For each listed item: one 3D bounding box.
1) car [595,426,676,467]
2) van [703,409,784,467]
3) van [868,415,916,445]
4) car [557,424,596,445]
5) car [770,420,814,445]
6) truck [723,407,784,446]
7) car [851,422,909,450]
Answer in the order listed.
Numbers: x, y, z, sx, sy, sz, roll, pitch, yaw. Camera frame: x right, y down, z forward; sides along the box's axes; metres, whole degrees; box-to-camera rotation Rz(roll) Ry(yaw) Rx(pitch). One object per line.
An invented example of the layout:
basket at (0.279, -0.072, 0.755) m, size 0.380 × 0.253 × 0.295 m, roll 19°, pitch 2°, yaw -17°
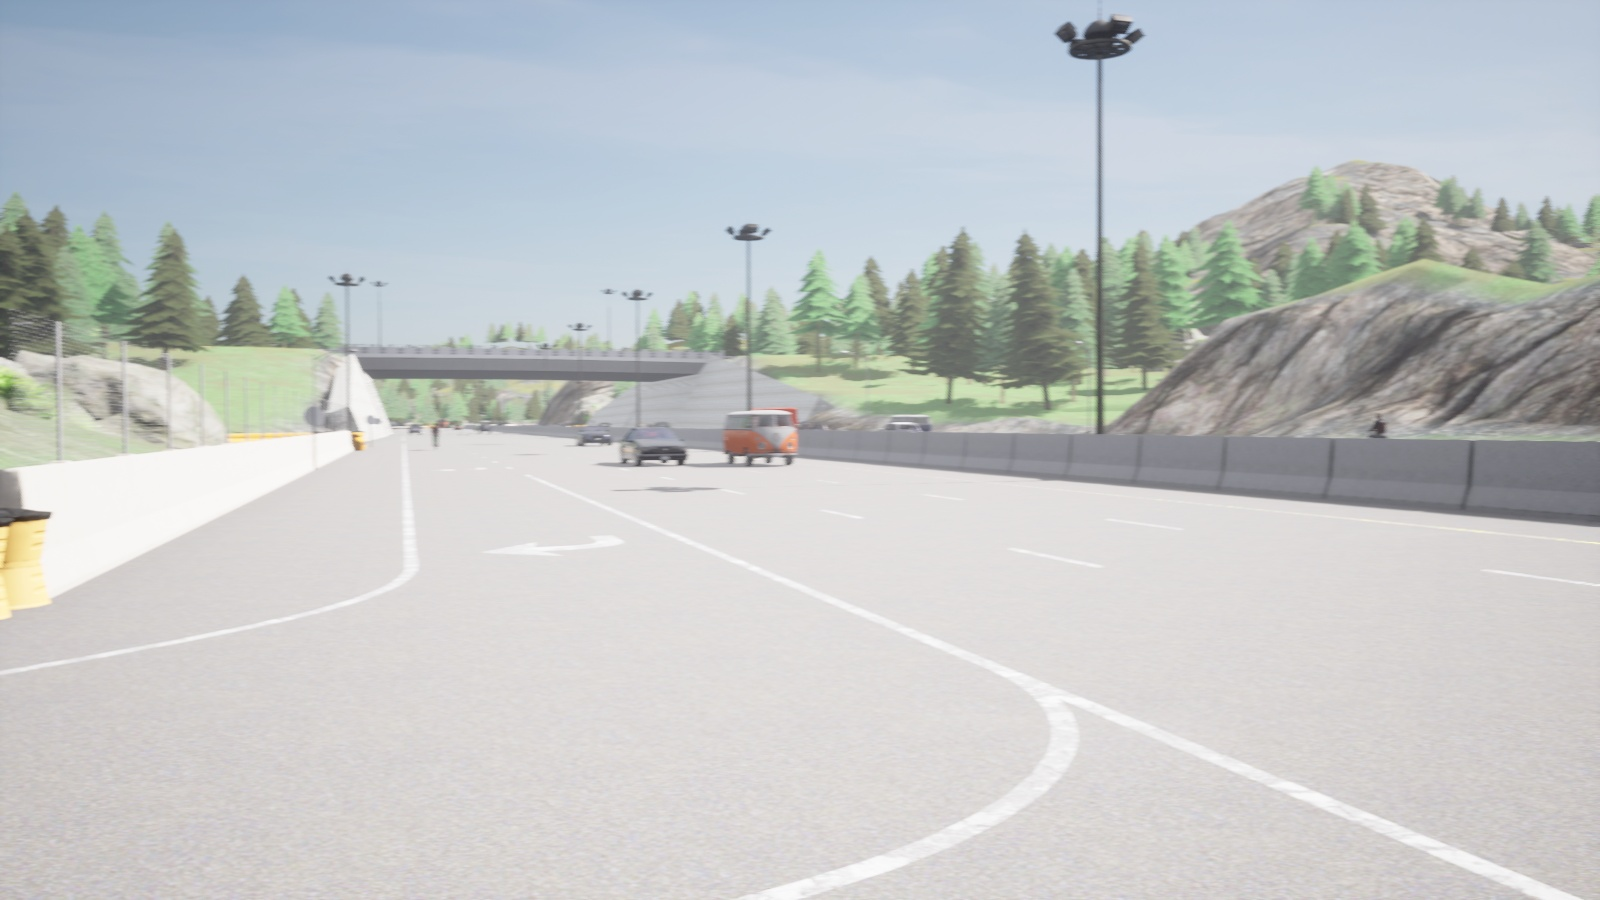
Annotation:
car at (-6.198, -0.193, 46.722) m, size 2.033 × 1.411 × 5.357 m, roll 0°, pitch 1°, yaw -18°
van at (-2.094, -0.455, 45.451) m, size 1.775 × 1.987 × 4.442 m, roll 0°, pitch 1°, yaw -18°
van at (6.339, -1.385, 86.888) m, size 1.775 × 1.987 × 4.442 m, roll 0°, pitch 1°, yaw -18°
car at (-15.113, -1.049, 84.886) m, size 1.994 × 1.385 × 4.181 m, roll 0°, pitch 1°, yaw -18°
car at (-0.589, -1.216, 85.546) m, size 1.851 × 1.617 × 3.988 m, roll 0°, pitch 1°, yaw -18°
truck at (-3.055, -1.519, 81.844) m, size 2.627 × 2.467 × 5.204 m, roll 0°, pitch 1°, yaw -18°
car at (4.437, -0.799, 70.327) m, size 1.970 × 1.475 × 3.806 m, roll 0°, pitch 1°, yaw -18°
